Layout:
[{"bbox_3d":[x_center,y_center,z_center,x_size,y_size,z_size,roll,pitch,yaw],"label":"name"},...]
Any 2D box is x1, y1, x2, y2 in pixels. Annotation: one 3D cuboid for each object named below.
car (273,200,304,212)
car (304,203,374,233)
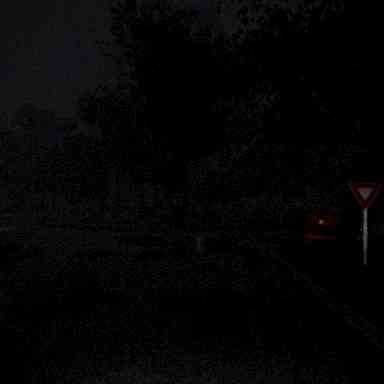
[{"bbox_3d":[12.094,1.691,41.130,1.812,1.442,4.674,1,-1,-31],"label":"car"},{"bbox_3d":[9.357,1.560,20.538,5.008,1.535,1.882,0,0,-37],"label":"car"}]
